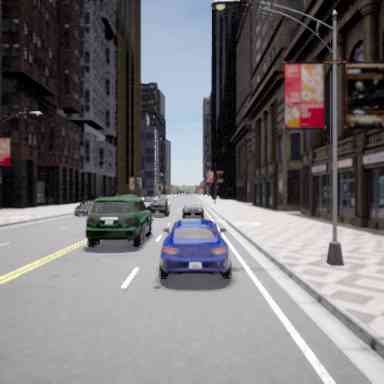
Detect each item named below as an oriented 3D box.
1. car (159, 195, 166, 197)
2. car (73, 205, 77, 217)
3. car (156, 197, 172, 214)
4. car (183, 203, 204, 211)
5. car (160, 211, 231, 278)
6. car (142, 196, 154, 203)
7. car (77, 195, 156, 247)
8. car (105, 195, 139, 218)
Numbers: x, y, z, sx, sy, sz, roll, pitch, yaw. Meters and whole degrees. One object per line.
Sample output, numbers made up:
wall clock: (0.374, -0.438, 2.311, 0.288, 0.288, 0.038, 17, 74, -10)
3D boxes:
car: (-6.479, 1.482, 72.175, 2.097, 1.767, 4.553, 0, 0, 0)
car: (-9.839, 1.553, 32.023, 1.837, 1.490, 4.892, 0, 0, 0)
car: (-3.143, 1.554, 32.572, 1.837, 1.490, 4.892, 0, 0, 0)
car: (0.107, 1.647, 30.949, 1.895, 1.301, 4.718, 0, 0, 0)
car: (0.086, 1.539, 10.028, 1.812, 1.442, 4.674, 0, 0, 0)
car: (-9.729, 1.680, 73.397, 1.994, 1.385, 4.181, 0, 0, 0)
car: (-3.150, 1.245, 15.311, 2.150, 2.045, 5.566, 0, 0, 0)
car: (-6.589, 1.274, 31.978, 2.150, 2.045, 5.566, 0, -1, 0)
